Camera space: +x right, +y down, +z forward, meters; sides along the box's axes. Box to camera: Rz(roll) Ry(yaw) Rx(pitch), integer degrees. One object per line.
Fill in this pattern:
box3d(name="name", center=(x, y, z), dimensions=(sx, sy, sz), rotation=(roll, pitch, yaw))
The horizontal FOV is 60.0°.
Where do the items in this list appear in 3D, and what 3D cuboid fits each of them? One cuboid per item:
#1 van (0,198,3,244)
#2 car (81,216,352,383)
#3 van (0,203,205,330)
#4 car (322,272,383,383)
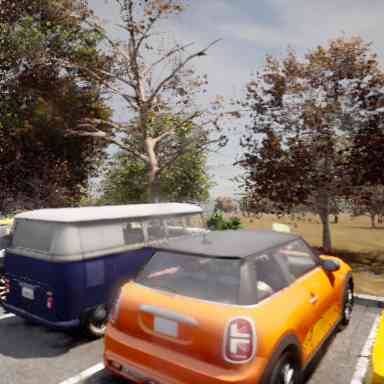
box3d(name="van", center=(-10.316, 1.279, 13.261), dimensions=(1.878, 1.987, 4.442), rotation=(0, 0, 35))
box3d(name="car", center=(0.971, 1.354, 5.029), dimensions=(2.185, 1.767, 4.553), rotation=(0, 0, 36))
box3d(name="van", center=(-1.198, 1.254, 6.758), dimensions=(1.878, 1.987, 4.442), rotation=(0, 0, 35))
box3d(name="car", center=(3.140, 1.480, 3.514), dimensions=(2.097, 1.535, 5.008), rotation=(0, 0, 35))
